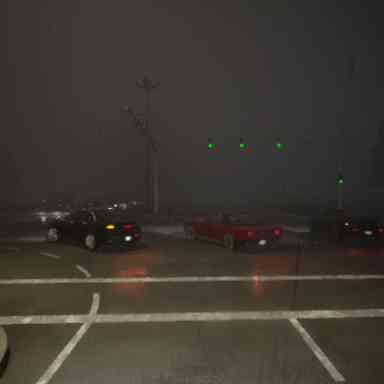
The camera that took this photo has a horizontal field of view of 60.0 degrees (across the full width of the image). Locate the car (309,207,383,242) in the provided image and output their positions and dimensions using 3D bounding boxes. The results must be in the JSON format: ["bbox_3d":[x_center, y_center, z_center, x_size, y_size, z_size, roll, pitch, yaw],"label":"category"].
[{"bbox_3d":[7.099,1.443,15.696,1.812,1.442,4.674,0,0,0],"label":"car"}]

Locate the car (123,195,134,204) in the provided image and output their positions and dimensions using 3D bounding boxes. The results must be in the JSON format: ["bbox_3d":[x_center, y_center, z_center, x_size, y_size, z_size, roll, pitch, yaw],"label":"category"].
[{"bbox_3d":[-11.506,1.308,55.738,1.895,1.301,4.718,0,0,0],"label":"car"}]

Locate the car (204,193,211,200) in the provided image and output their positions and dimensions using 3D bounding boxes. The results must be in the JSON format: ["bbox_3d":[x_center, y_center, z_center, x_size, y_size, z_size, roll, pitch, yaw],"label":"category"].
[{"bbox_3d":[3.749,1.097,81.528,1.812,1.442,4.674,0,0,2],"label":"car"}]

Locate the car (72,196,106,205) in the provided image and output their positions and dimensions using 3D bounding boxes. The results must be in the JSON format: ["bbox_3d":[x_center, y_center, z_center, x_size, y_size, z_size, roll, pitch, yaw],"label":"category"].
[{"bbox_3d":[-11.597,1.403,37.754,1.895,1.301,4.718,0,0,0],"label":"car"}]

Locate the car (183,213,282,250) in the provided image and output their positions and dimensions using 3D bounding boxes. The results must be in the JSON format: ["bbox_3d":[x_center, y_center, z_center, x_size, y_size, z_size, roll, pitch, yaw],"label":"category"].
[{"bbox_3d":[1.445,1.527,14.017,1.895,1.301,4.718,0,0,-30],"label":"car"}]

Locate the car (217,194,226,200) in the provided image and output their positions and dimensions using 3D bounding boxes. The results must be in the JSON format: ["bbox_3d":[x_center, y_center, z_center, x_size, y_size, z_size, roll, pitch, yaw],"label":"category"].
[{"bbox_3d":[7.242,1.127,81.217,1.994,1.385,4.181,0,0,2],"label":"car"}]

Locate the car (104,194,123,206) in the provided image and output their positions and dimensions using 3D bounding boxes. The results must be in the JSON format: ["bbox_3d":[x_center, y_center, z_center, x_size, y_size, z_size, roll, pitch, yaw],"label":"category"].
[{"bbox_3d":[-11.575,1.259,46.763,1.837,1.490,4.892,0,0,0],"label":"car"}]

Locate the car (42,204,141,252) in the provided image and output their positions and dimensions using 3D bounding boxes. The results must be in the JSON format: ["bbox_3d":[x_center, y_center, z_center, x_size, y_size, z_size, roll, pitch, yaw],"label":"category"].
[{"bbox_3d":[-4.174,1.432,13.768,4.892,1.490,1.837,0,-2,41],"label":"car"}]

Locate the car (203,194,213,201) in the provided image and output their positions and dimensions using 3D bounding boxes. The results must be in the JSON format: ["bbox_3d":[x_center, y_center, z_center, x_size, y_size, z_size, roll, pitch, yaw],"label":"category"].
[{"bbox_3d":[3.531,1.105,71.049,1.882,1.535,5.008,0,0,1],"label":"car"}]

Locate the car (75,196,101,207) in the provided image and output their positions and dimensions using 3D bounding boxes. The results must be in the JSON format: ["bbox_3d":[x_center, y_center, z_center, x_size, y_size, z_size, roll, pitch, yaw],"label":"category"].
[{"bbox_3d":[-15.053,1.293,48.530,2.033,1.411,5.357,0,0,0],"label":"car"}]

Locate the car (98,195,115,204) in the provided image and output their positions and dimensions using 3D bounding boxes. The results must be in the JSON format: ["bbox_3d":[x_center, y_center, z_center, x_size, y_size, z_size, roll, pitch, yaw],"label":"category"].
[{"bbox_3d":[-15.006,1.257,58.477,1.994,1.385,4.181,0,0,0],"label":"car"}]

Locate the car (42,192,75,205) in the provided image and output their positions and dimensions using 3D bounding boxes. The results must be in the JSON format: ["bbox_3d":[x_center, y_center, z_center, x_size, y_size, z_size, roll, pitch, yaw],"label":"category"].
[{"bbox_3d":[-15.094,1.020,38.279,2.150,2.045,5.566,0,0,0],"label":"car"}]

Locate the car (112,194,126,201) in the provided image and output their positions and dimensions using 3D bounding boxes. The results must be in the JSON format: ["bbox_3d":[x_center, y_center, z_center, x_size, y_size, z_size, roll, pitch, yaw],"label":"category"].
[{"bbox_3d":[-14.990,1.157,68.681,1.812,1.442,4.674,0,0,0],"label":"car"}]

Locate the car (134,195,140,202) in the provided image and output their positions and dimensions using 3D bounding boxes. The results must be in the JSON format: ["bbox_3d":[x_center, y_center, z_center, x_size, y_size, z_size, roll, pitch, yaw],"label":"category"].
[{"bbox_3d":[-11.503,1.219,65.589,1.994,1.385,4.181,0,0,0],"label":"car"}]
